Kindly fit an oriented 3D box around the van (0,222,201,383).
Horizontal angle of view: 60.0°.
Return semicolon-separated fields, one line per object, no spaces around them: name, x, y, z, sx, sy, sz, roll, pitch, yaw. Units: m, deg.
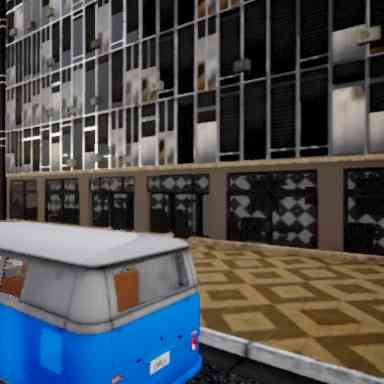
van;-1.805;1.336;4.155;3.998;1.788;1.690;0;0;35
